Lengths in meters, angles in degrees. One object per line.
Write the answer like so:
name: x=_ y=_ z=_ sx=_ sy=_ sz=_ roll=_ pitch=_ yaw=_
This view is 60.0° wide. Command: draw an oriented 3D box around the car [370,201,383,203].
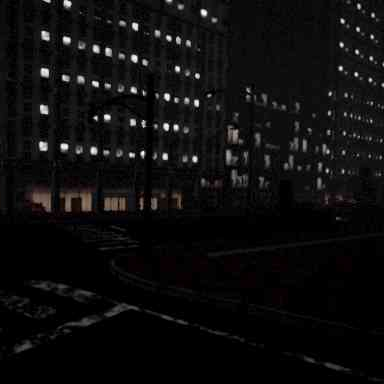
car: x=21.827 y=1.824 z=41.752 sx=4.313 sy=1.339 sz=1.947 roll=1 pitch=2 yaw=-34

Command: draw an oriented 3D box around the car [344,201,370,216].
car: x=15.784 y=1.790 z=34.626 sx=5.357 sy=1.411 sz=2.033 roll=1 pitch=2 yaw=-34

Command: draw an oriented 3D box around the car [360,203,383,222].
car: x=16.918 y=1.946 z=28.847 sx=4.507 sy=1.381 sz=1.887 roll=1 pitch=2 yaw=-34

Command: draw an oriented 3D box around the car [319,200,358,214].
car: x=17.010 y=1.719 z=38.454 sx=4.829 sy=1.417 sz=1.752 roll=1 pitch=2 yaw=-34

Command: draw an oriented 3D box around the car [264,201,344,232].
car: x=7.568 y=1.592 z=22.439 sx=5.009 sy=1.841 sz=2.192 roll=1 pitch=2 yaw=-34

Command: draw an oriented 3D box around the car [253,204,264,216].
car: x=7.793 y=1.621 z=32.147 sx=4.403 sy=1.369 sz=2.008 roll=1 pitch=2 yaw=-34

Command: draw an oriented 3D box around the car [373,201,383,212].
car: x=26.505 y=1.903 z=44.954 sx=4.206 sy=1.307 sz=1.802 roll=1 pitch=2 yaw=-34
